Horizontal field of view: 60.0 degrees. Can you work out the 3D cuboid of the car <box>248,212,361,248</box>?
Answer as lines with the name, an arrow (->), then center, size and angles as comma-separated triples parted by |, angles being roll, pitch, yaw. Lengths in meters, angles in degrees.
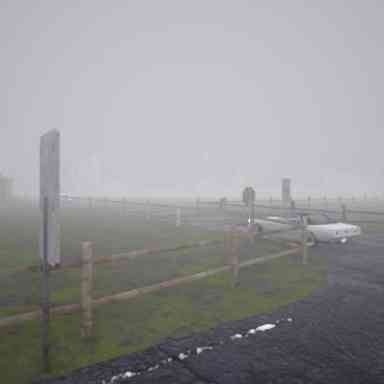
car -> 4.582, 1.501, 14.456 | 1.895, 1.301, 4.718 | 0, 1, -32

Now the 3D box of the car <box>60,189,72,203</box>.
car -> -19.621, 0.563, 49.431 | 2.150, 2.045, 5.566 | 0, 1, -37
